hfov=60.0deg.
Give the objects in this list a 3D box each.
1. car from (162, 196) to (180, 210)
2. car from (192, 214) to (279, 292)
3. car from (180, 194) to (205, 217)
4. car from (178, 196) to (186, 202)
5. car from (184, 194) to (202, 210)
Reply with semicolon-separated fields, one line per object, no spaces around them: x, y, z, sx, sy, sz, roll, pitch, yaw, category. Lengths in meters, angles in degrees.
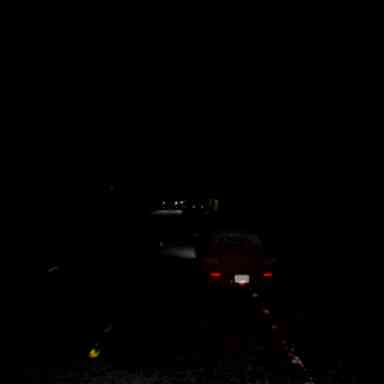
-2.693;1.405;42.943;2.097;1.767;4.553;0;0;0;car
0.989;1.539;8.828;1.812;1.442;4.674;0;0;0;car
0.164;1.395;32.465;2.097;1.767;4.553;0;0;1;car
-2.463;1.686;81.806;1.895;1.301;4.718;0;0;0;car
0.182;1.279;44.552;2.150;2.045;5.566;0;0;2;car
